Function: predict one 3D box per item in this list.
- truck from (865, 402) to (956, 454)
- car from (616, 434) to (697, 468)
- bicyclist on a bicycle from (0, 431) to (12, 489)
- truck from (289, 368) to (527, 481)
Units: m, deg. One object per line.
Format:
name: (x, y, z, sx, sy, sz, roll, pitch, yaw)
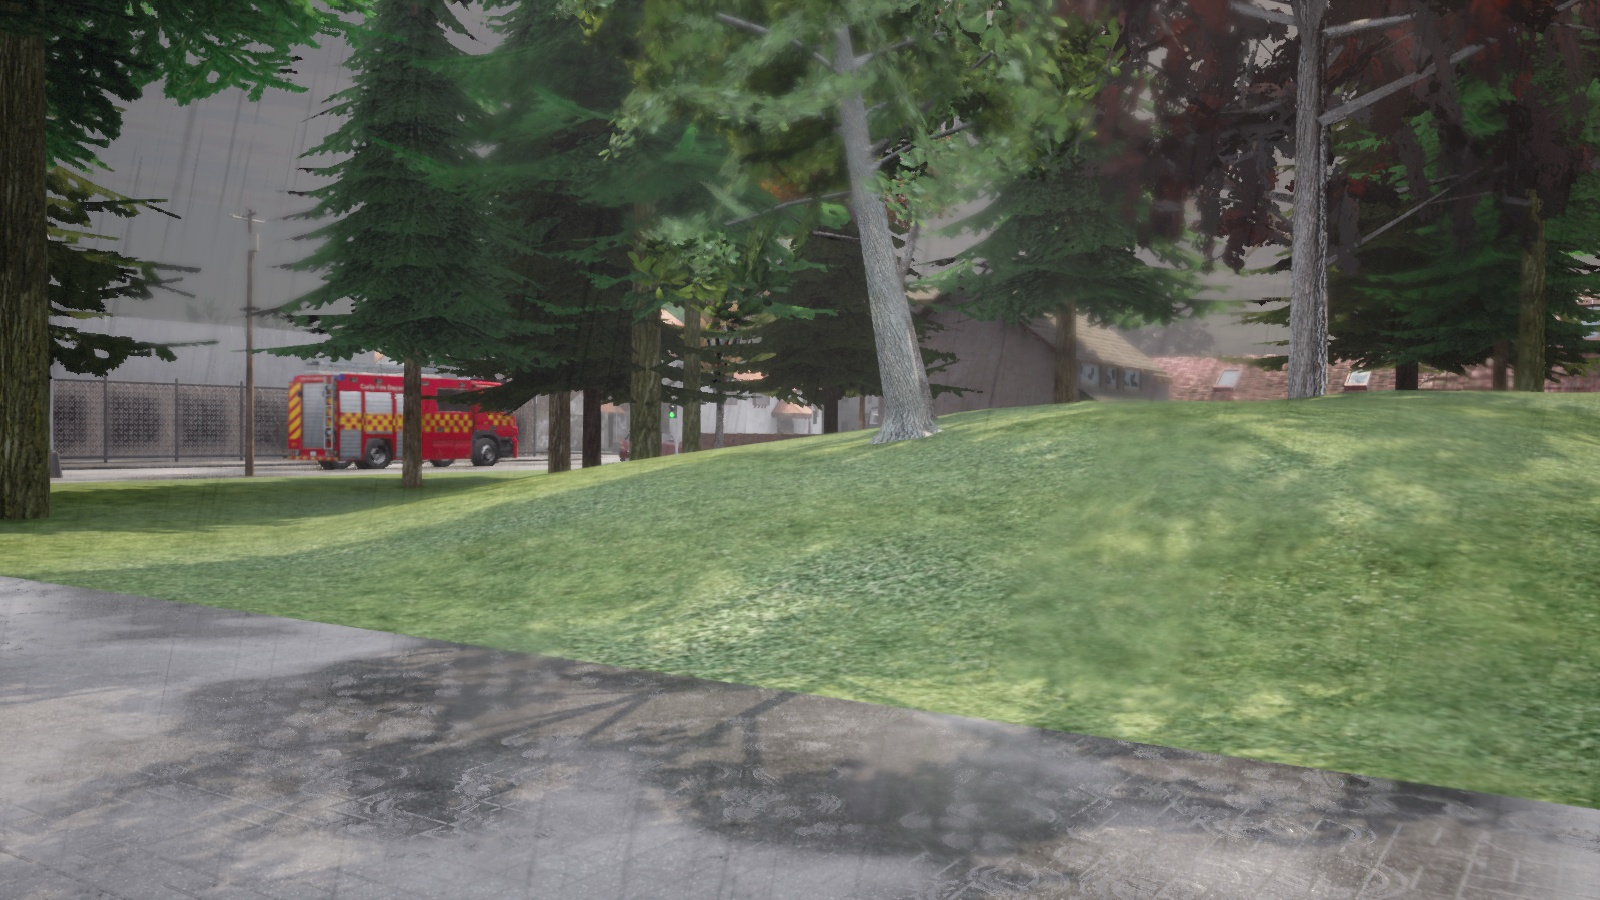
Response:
truck: (7.773, -1.513, 87.329, 2.891, 3.462, 7.936, 0, 1, 33)
car: (-6.638, 0.008, 58.365, 1.845, 1.501, 3.633, 0, 1, 34)
bicyclist on a bicycle: (-24.991, 0.310, 37.950, 0.659, 1.776, 1.843, 0, 1, 34)
truck: (-14.338, -0.942, 46.764, 2.891, 3.827, 8.468, 0, 1, 34)
